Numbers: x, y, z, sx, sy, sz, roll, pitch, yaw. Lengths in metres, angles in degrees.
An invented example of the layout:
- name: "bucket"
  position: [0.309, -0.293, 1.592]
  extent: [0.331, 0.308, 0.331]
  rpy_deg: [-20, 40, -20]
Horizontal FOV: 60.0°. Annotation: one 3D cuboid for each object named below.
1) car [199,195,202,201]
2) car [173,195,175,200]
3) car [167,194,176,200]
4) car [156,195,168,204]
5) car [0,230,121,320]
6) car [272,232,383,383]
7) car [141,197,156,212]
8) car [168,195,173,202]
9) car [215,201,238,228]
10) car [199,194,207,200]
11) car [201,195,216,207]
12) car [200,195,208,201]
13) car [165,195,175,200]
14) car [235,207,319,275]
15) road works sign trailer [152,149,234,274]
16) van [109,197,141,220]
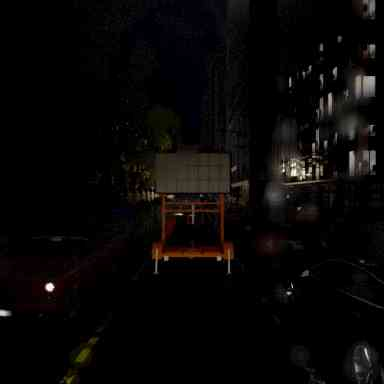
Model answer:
- name: "car"
  position: [2.800, 1.444, 67.261]
  extent: [1.887, 1.381, 4.507]
  rpy_deg: [0, 0, 0]
- name: "car"
  position: [-5.562, 1.390, 78.490]
  extent: [1.752, 1.417, 4.829]
  rpy_deg: [0, 0, 0]
- name: "car"
  position: [-5.544, 1.376, 90.027]
  extent: [2.008, 1.369, 4.403]
  rpy_deg: [0, 0, 0]
- name: "car"
  position: [-5.598, 1.474, 55.929]
  extent: [1.887, 1.381, 4.507]
  rpy_deg: [0, 0, 0]
- name: "car"
  position: [-2.991, 1.600, 7.448]
  extent: [1.895, 1.301, 4.718]
  rpy_deg: [0, 0, 0]
- name: "car"
  position: [2.700, 1.566, 4.763]
  extent: [1.947, 1.339, 4.313]
  rpy_deg: [0, 0, 0]
- name: "car"
  position: [-5.626, 1.546, 38.881]
  extent: [1.802, 1.307, 4.206]
  rpy_deg: [0, 0, 0]
- name: "car"
  position: [-5.581, 1.450, 67.296]
  extent: [2.008, 1.369, 4.403]
  rpy_deg: [0, 0, 0]
- name: "car"
  position: [2.728, 1.514, 21.980]
  extent: [1.752, 1.417, 4.829]
  rpy_deg: [0, 0, 0]
- name: "car"
  position: [2.836, 1.377, 89.987]
  extent: [2.008, 1.369, 4.403]
  rpy_deg: [0, 0, 0]
- name: "car"
  position: [2.773, 1.524, 50.217]
  extent: [1.802, 1.307, 4.206]
  rpy_deg: [0, 0, 0]
- name: "car"
  position: [2.818, 1.430, 78.623]
  extent: [1.947, 1.339, 4.313]
  rpy_deg: [0, 0, 0]
- name: "car"
  position: [-5.553, 1.396, 84.344]
  extent: [2.008, 1.369, 4.403]
  rpy_deg: [0, 0, 0]
- name: "car"
  position: [2.710, 1.438, 10.444]
  extent: [1.967, 1.590, 4.097]
  rpy_deg: [0, 0, 0]
- name: "road works sign trailer"
  position: [0.032, 0.462, 10.506]
  extent: [2.380, 3.560, 2.880]
  rpy_deg: [0, 0, 1]
- name: "van"
  position: [-5.643, 1.323, 27.515]
  extent: [1.690, 1.788, 3.998]
  rpy_deg: [0, 0, 0]
